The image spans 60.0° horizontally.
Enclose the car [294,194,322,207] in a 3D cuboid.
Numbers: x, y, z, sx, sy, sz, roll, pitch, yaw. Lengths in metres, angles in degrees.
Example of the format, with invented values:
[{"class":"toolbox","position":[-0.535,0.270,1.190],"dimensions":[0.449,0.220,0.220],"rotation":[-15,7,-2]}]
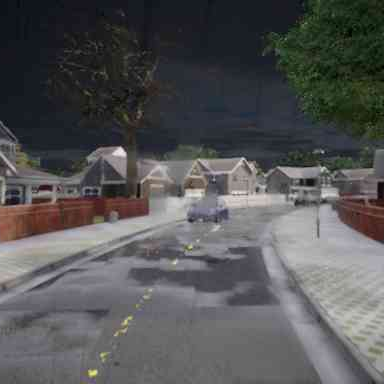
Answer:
[{"class":"car","position":[15.775,1.100,45.835],"dimensions":[2.097,1.767,4.553],"rotation":[0,1,38]}]

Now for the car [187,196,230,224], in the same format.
[{"class":"car","position":[1.216,1.207,23.260],"dimensions":[2.097,1.767,4.553],"rotation":[0,0,18]}]

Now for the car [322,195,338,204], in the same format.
[{"class":"car","position":[22.418,1.255,53.627],"dimensions":[5.357,1.411,2.033],"rotation":[0,1,-45]}]
